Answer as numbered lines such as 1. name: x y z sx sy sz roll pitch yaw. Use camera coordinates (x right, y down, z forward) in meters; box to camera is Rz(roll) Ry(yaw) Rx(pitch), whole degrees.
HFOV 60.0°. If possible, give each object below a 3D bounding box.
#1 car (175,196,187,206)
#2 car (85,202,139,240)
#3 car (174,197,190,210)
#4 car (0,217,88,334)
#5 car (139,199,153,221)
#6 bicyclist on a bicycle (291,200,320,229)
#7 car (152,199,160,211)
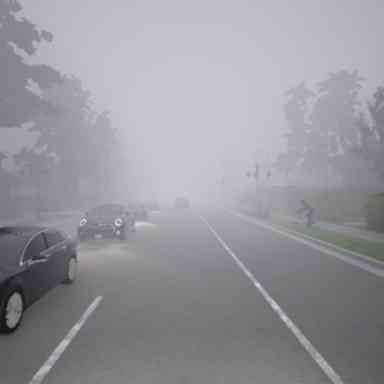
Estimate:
1. car: -1.808 1.456 53.117 1.812 1.442 4.674 0 0 -2
2. car: -4.149 1.350 16.763 2.097 1.767 4.553 0 0 -2
3. car: -1.359 1.442 43.030 2.128 1.511 4.902 0 0 -2
4. car: -3.802 1.514 6.794 1.837 1.490 4.892 0 0 -2
5. car: -4.487 1.550 26.719 1.994 1.385 4.181 0 0 -2
6. bicyclist on a bicycle: 6.283 1.250 18.421 1.656 1.620 0.582 0 0 -2
7. car: -4.909 1.535 39.681 1.994 1.385 4.181 0 0 -2
